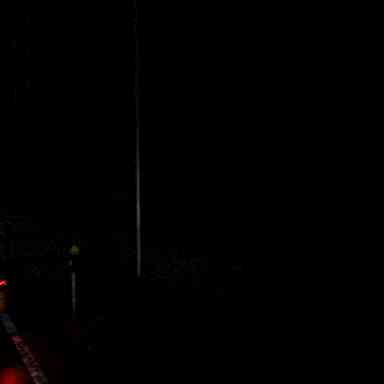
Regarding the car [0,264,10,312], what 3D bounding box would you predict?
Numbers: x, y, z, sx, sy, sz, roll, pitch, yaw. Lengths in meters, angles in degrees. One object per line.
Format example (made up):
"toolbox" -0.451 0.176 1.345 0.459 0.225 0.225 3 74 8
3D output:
"car" -5.110 1.443 6.816 1.801 1.575 5.366 -1 1 -38
